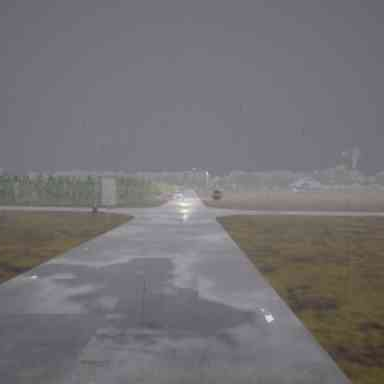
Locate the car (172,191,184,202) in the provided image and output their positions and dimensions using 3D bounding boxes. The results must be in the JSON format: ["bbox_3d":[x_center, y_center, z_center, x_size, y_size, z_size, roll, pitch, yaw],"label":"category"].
[{"bbox_3d":[-2.746,0.834,67.349,2.150,2.045,5.566,0,1,0],"label":"car"}]
